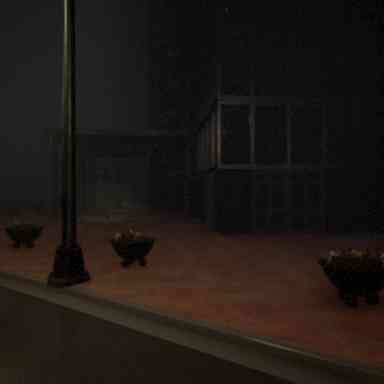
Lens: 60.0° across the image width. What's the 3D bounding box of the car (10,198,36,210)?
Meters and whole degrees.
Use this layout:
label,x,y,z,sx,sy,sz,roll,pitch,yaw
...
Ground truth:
label,x,y,z,sx,sy,sz,roll,pitch,yaw
car,-22.648,1.617,45.029,2.128,1.511,4.902,0,0,6
